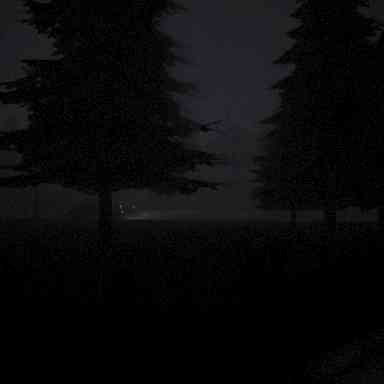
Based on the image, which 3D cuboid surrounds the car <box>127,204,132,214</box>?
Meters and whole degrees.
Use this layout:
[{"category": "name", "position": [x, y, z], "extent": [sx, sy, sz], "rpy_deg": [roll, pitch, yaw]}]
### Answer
[{"category": "car", "position": [-8.758, 1.451, 33.225], "extent": [4.553, 1.767, 2.097], "rpy_deg": [1, 0, 3]}]

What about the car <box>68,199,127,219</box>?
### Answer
[{"category": "car", "position": [-8.598, 1.611, 29.712], "extent": [4.674, 1.442, 1.812], "rpy_deg": [0, 0, 3]}]

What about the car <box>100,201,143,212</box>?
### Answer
[{"category": "car", "position": [-8.453, 1.736, 40.217], "extent": [4.718, 1.301, 1.895], "rpy_deg": [0, 0, 3]}]

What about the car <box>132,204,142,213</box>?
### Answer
[{"category": "car", "position": [-8.265, 1.646, 36.703], "extent": [4.674, 1.442, 1.812], "rpy_deg": [0, 0, 3]}]
